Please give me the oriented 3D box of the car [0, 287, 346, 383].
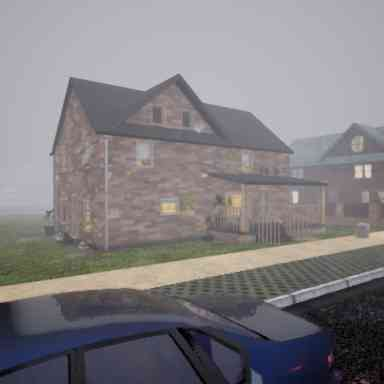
[{"bbox_3d":[-1.124,1.547,2.269,5.357,1.411,2.033,0,0,-35],"label":"car"}]
